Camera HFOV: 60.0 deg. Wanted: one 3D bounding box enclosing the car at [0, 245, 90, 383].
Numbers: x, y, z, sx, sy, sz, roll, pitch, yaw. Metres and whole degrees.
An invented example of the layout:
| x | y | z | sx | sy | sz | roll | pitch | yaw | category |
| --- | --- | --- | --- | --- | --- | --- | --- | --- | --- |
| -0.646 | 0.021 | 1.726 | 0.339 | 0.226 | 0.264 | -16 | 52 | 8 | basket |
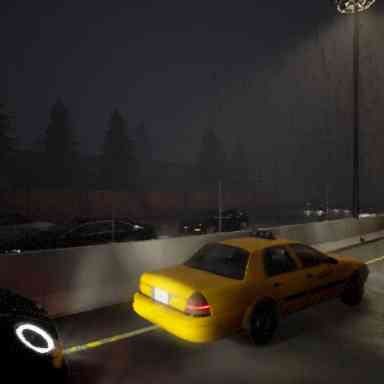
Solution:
| x | y | z | sx | sy | sz | roll | pitch | yaw | category |
| --- | --- | --- | --- | --- | --- | --- | --- | --- | --- |
| -3.438 | 1.356 | 2.667 | 4.553 | 1.767 | 2.097 | 1 | -1 | -35 | car |

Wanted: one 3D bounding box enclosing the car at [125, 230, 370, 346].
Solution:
| x | y | z | sx | sy | sz | roll | pitch | yaw | category |
| --- | --- | --- | --- | --- | --- | --- | --- | --- | --- |
| 1.552 | 1.511 | 6.446 | 5.366 | 1.575 | 1.801 | 1 | -1 | -39 | car |

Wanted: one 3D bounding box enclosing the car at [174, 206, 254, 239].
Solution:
| x | y | z | sx | sy | sz | roll | pitch | yaw | category |
| --- | --- | --- | --- | --- | --- | --- | --- | --- | --- |
| 1.405 | 1.654 | 19.203 | 4.892 | 1.490 | 1.837 | 1 | 0 | -44 | car |

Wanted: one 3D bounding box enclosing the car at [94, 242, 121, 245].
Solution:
| x | y | z | sx | sy | sz | roll | pitch | yaw | category |
| --- | --- | --- | --- | --- | --- | --- | --- | --- | --- |
| -3.369 | 1.554 | 10.453 | 4.902 | 1.511 | 2.128 | 1 | -1 | -39 | car |
